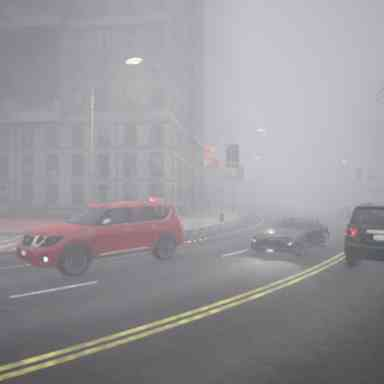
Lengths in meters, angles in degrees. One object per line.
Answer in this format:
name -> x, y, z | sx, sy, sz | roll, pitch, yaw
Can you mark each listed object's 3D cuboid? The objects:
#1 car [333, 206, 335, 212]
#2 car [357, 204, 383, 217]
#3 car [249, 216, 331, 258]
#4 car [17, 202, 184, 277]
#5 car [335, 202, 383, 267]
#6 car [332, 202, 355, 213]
car -> 16.031, 2.086, 33.441 | 1.895, 1.301, 4.718 | 0, -1, 10
car -> 21.198, 2.131, 38.722 | 1.994, 1.385, 4.181 | 0, -1, 1
car -> 4.381, 1.749, 14.112 | 2.033, 1.411, 5.357 | 0, -1, 36
car -> -2.728, 1.369, 11.212 | 2.150, 2.045, 5.566 | 0, -1, 45
car -> 6.841, 1.391, 11.354 | 2.150, 2.045, 5.566 | 0, -1, 38
car -> 22.094, 2.229, 48.731 | 1.812, 1.442, 4.674 | 0, -1, 8
